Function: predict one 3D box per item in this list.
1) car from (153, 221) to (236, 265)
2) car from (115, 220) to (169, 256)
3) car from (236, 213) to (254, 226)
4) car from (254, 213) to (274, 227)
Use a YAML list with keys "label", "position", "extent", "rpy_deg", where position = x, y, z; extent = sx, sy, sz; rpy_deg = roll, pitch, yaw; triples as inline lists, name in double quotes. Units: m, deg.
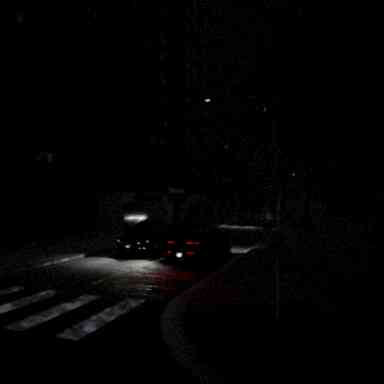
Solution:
- label: "car"
  position: [0.337, 2.109, 14.248]
  extent: [1.837, 1.490, 4.892]
  rpy_deg: [0, -3, 19]
- label: "car"
  position: [-1.973, 2.194, 16.582]
  extent: [1.837, 1.490, 4.892]
  rpy_deg: [0, -3, 19]
- label: "car"
  position: [6.681, 3.385, 41.339]
  extent: [1.812, 1.442, 4.674]
  rpy_deg: [-1, -3, 20]
- label: "car"
  position: [9.118, 3.286, 39.485]
  extent: [2.128, 1.511, 4.902]
  rpy_deg: [0, -3, 19]
